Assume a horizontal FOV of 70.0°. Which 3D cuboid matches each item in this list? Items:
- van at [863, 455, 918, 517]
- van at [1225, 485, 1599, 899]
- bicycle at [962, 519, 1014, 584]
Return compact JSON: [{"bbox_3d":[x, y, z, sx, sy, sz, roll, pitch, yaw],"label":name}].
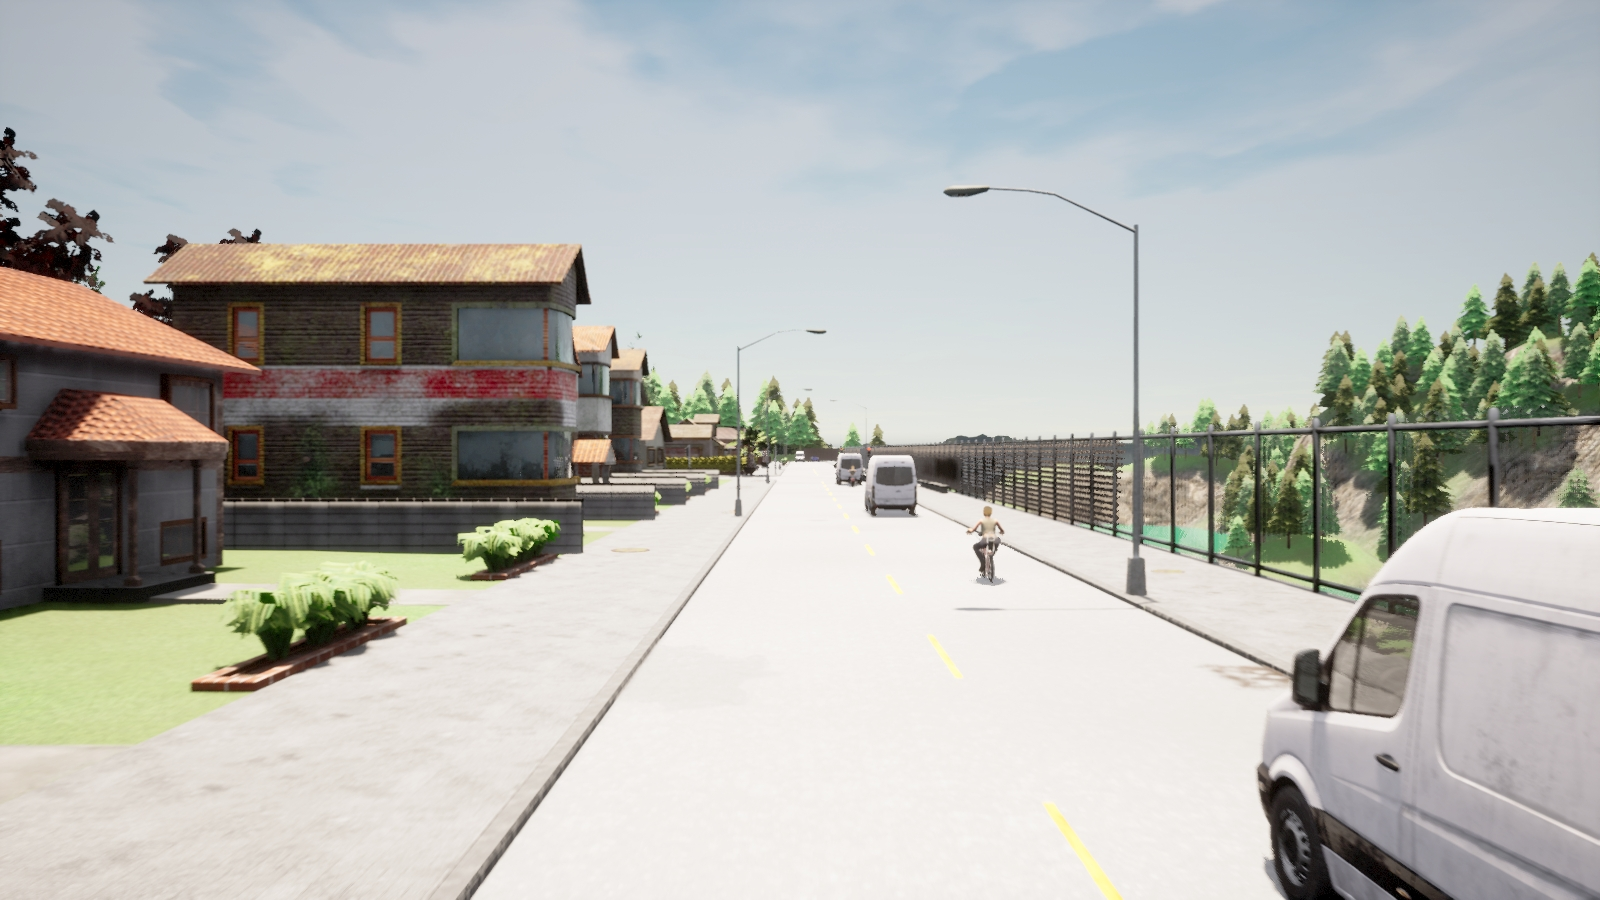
[{"bbox_3d":[3.989,1.534,51.092,1.988,2.561,5.915,0,0,0],"label":"van"},{"bbox_3d":[3.996,1.535,5.109,1.988,2.561,5.915,0,0,0],"label":"van"},{"bbox_3d":[4.012,2.158,24.516,0.859,1.276,1.487,0,0,0],"label":"bicycle"}]
